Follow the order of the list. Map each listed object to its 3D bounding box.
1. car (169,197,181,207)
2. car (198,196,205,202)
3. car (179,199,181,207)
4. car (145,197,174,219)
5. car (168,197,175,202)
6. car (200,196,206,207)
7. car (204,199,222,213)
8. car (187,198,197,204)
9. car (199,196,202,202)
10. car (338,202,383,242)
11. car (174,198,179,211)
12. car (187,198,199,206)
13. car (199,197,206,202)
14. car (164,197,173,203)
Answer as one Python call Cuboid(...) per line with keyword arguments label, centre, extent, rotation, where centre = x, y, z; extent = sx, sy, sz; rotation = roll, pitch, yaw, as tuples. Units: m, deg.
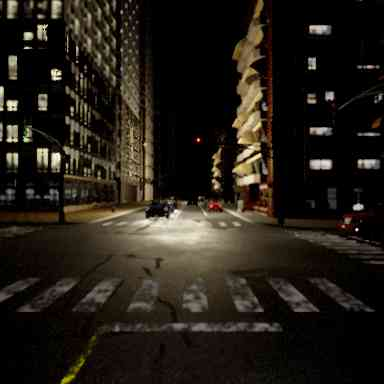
Cuboid(label="car", centre=(-3.000, 1.780, 59.740), extent=(1.882, 1.535, 5.008), rotation=(0, 0, 0))
Cuboid(label="car", centre=(2.692, 1.928, 92.702), extent=(1.967, 1.590, 4.097), rotation=(0, 0, 0))
Cuboid(label="car", centre=(-3.074, 1.848, 49.467), extent=(1.895, 1.301, 4.718), rotation=(0, 0, 0))
Cuboid(label="car", centre=(-3.095, 1.504, 31.163), extent=(2.097, 1.767, 4.553), rotation=(0, 0, 0))
Cuboid(label="car", centre=(-5.689, 2.032, 92.701), extent=(1.887, 1.381, 4.507), rotation=(0, 0, 0))
Cuboid(label="car", centre=(2.691, 1.818, 53.162), extent=(2.008, 1.369, 4.403), rotation=(0, 0, 0))
Cuboid(label="car", centre=(2.742, 1.781, 40.244), extent=(1.802, 1.307, 4.206), rotation=(0, 0, 0))
Cuboid(label="car", centre=(0.002, 1.929, 73.255), extent=(1.994, 1.385, 4.181), rotation=(0, 0, 0))
Cuboid(label="car", centre=(2.692, 1.848, 58.810), extent=(2.008, 1.369, 4.403), rotation=(0, 0, 0))
Cuboid(label="car", centre=(10.863, 1.538, 17.880), extent=(5.566, 2.045, 2.150), rotation=(1, -1, -2))
Cuboid(label="car", centre=(-3.095, 1.690, 40.211), extent=(2.128, 1.511, 4.902), rotation=(0, 0, 0))
Cuboid(label="car", centre=(0.094, 1.875, 61.357), extent=(1.994, 1.385, 4.181), rotation=(0, 0, 1))
Cuboid(label="car", centre=(2.692, 2.036, 87.052), extent=(1.802, 1.307, 4.206), rotation=(0, 0, 0))
Cuboid(label="car", centre=(-5.688, 1.973, 81.404), extent=(2.008, 1.369, 4.403), rotation=(0, 0, 0))
